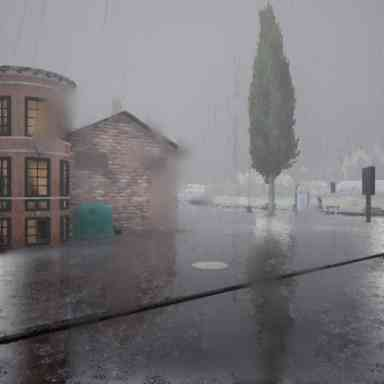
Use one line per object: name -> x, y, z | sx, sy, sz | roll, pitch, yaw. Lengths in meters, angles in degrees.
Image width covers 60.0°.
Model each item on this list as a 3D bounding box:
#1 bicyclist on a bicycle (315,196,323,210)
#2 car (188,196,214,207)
bicyclist on a bicycle -> 15.376, 1.349, 40.196 | 1.656, 1.620, 0.582 | 0, 0, -36
car -> 1.352, 1.352, 52.584 | 2.097, 1.767, 4.553 | 0, 0, -36
